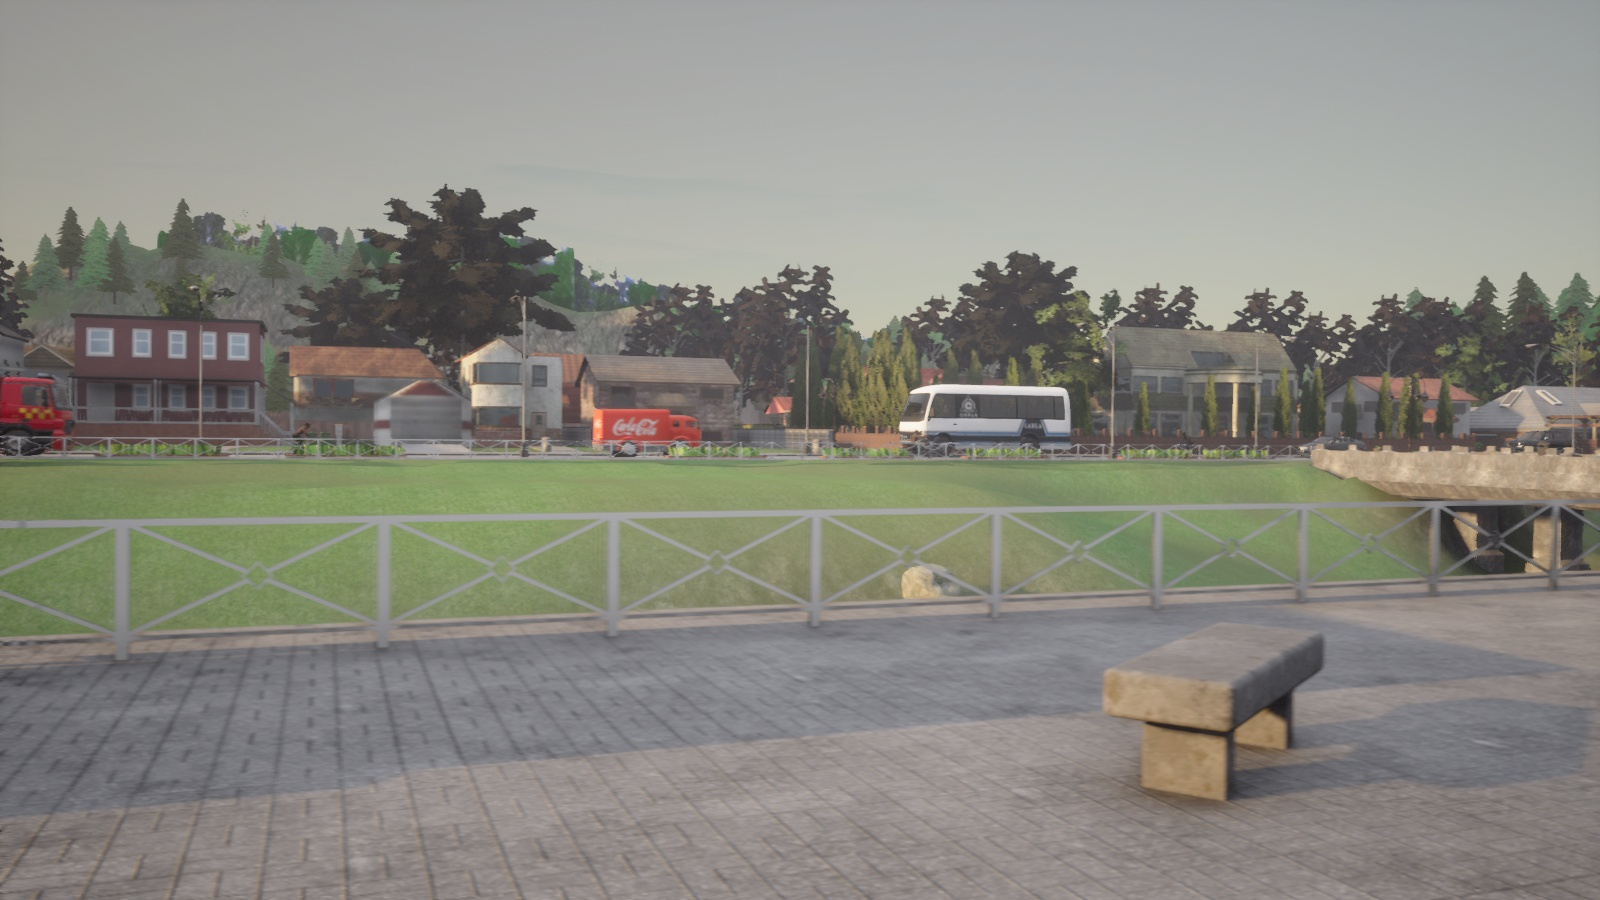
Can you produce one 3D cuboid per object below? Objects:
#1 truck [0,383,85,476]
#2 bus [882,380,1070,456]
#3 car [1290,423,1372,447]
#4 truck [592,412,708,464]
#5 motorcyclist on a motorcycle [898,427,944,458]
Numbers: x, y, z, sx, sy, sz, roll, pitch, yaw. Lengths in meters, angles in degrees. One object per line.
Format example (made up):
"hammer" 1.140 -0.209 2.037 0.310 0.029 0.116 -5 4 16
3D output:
"truck" -34.850 -0.840 52.248 8.468 3.827 2.891 -1 1 -21
"bus" 10.321 -1.889 73.662 10.273 4.253 3.944 -1 1 -21
"car" 35.128 -0.977 83.090 4.902 1.511 2.128 -1 1 -21
"truck" -7.496 -0.627 62.635 5.204 2.467 2.627 -1 1 -21
"motorcyclist on a motorcycle" 6.557 -0.428 67.972 2.350 1.649 0.766 -1 1 -21
